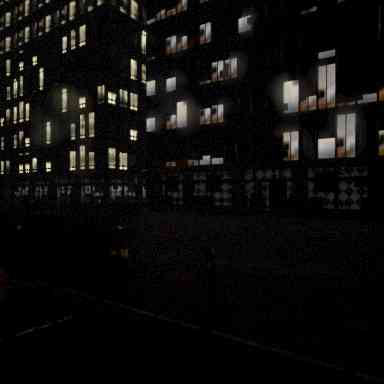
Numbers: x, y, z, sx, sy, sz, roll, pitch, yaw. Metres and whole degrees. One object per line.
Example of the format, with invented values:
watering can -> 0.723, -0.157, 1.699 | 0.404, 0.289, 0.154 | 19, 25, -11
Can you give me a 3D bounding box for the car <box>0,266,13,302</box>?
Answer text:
car -> -5.544, 1.526, 6.834 | 4.829, 1.417, 1.752 | 0, 0, 36
